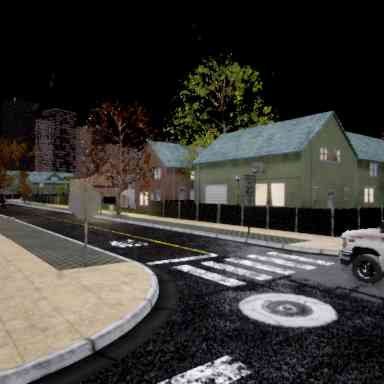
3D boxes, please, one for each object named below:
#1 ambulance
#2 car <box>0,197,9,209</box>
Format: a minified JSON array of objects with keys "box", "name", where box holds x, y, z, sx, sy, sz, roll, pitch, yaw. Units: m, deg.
[{"box":[6.456,1.059,6.827,2.351,2.431,6.366,1,0,-38],"name":"ambulance"},{"box":[-24.880,1.353,42.684,1.837,1.490,4.892,1,0,-38],"name":"car"}]
